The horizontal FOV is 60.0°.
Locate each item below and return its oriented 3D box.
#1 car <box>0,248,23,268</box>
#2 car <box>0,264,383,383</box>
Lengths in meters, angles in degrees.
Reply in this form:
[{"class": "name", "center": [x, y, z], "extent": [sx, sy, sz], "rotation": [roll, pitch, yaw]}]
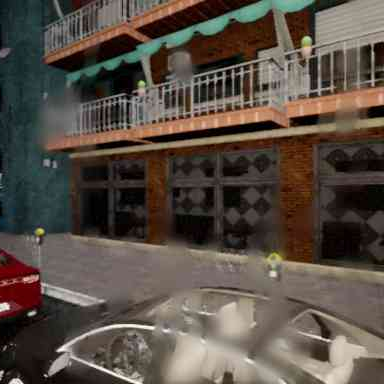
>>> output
[{"class": "car", "center": [-4.607, 1.566, 6.162], "extent": [4.507, 1.381, 1.887], "rotation": [0, 0, 36]}, {"class": "car", "center": [0.003, 1.555, 2.873], "extent": [4.403, 1.369, 2.008], "rotation": [0, 0, 36]}]
